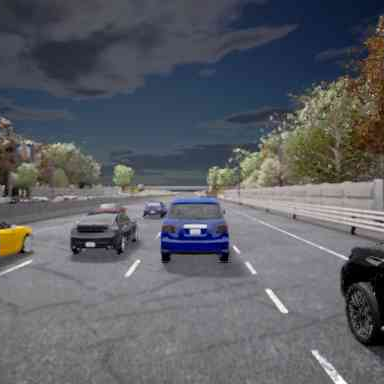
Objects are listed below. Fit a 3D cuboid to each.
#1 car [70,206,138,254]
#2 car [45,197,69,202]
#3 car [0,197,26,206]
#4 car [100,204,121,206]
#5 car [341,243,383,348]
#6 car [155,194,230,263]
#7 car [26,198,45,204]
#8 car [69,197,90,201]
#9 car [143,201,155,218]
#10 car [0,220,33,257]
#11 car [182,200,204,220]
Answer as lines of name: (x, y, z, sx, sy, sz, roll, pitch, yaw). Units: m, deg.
car: (-3.405, 1.519, 13.566, 1.837, 1.490, 4.892, 0, 0, 0)
car: (-21.065, 1.552, 53.353, 1.882, 1.535, 5.008, 0, 0, 1)
car: (-28.066, 1.574, 50.963, 1.837, 1.490, 4.892, 0, 0, 0)
car: (-6.906, 1.635, 28.496, 1.895, 1.301, 4.718, 0, 0, 0)
car: (3.508, 1.133, 3.163, 2.150, 2.045, 5.566, 0, 0, 1)
car: (0.095, 1.234, 12.217, 2.150, 2.045, 5.566, 0, 0, 0)
car: (-24.559, 1.675, 52.840, 1.895, 1.301, 4.718, 0, 0, 1)
car: (-17.566, 1.553, 53.493, 1.882, 1.535, 5.008, 0, 0, 0)
car: (-3.410, 1.564, 31.021, 1.812, 1.442, 4.674, 0, 0, 0)
car: (-6.903, 1.488, 10.485, 1.882, 1.535, 5.008, 0, 0, 0)
car: (0.090, 1.542, 29.984, 1.837, 1.490, 4.892, 0, 0, 0)
